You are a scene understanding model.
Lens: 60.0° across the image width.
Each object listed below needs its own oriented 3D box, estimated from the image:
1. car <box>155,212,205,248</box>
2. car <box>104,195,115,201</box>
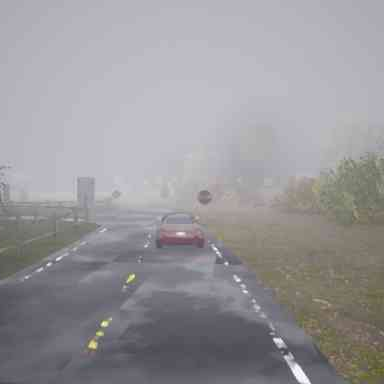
[{"bbox_3d":[-0.589,1.568,14.756,1.994,1.385,4.181,0,0,-4],"label":"car"},{"bbox_3d":[-19.216,1.444,77.272,2.033,1.411,5.357,0,0,-24],"label":"car"}]
